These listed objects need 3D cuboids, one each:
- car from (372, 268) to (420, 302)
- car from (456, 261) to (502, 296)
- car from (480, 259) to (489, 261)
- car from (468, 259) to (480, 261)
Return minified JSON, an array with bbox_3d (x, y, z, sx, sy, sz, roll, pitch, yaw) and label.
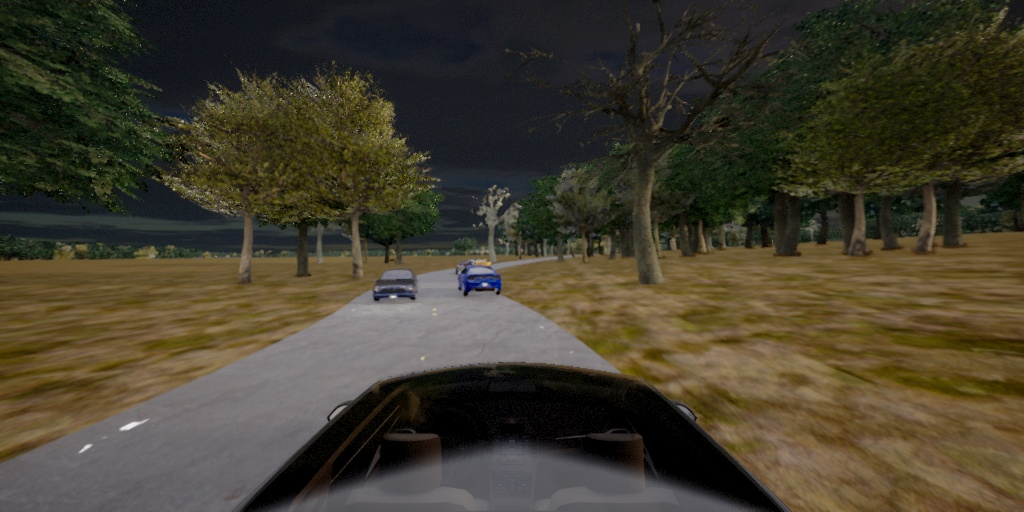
[{"bbox_3d":[-5.550,1.326,17.603,2.033,1.411,5.357,0,0,-13],"label":"car"},{"bbox_3d":[-1.866,1.227,19.696,1.882,1.535,5.008,0,0,-13],"label":"car"},{"bbox_3d":[-4.345,1.201,54.365,1.882,1.535,5.008,-1,1,9],"label":"car"},{"bbox_3d":[-5.215,1.259,40.930,2.128,1.511,4.902,-1,0,0],"label":"car"}]
